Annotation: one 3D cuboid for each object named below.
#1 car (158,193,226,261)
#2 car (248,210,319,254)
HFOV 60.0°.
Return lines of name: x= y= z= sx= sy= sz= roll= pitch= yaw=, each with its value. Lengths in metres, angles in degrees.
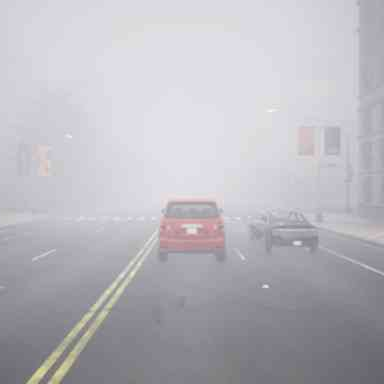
car: x=0.001 y=1.215 z=12.360 sx=2.150 sy=2.045 sz=5.566 roll=0 pitch=0 yaw=0
car: x=3.497 y=1.484 z=13.477 sx=2.128 sy=1.511 sz=4.902 roll=0 pitch=0 yaw=0
